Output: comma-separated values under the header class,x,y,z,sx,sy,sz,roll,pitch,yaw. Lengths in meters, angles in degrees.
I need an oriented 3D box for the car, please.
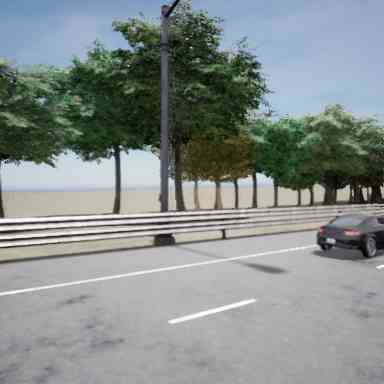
class,x,y,z,sx,sy,sz,roll,pitch,yaw
car,6.726,1.557,12.900,4.674,1.442,1.812,1,0,-35
